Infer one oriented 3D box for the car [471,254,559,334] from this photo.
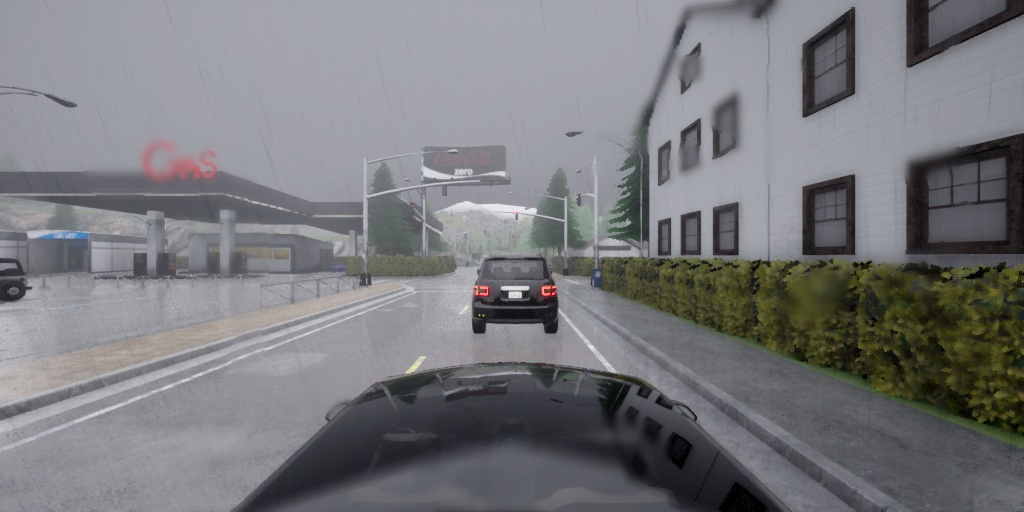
[{"bbox_3d":[0.084,0.971,10.789,2.150,2.045,5.566,0,0,0],"label":"car"}]
